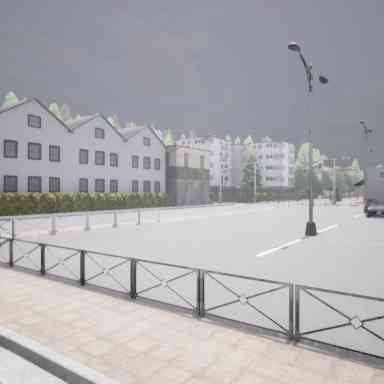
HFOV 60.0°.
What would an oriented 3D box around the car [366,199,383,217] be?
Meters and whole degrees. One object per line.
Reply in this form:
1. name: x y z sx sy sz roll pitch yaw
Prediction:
1. car: 15.349 1.298 26.857 2.007 1.523 4.514 0 0 35
